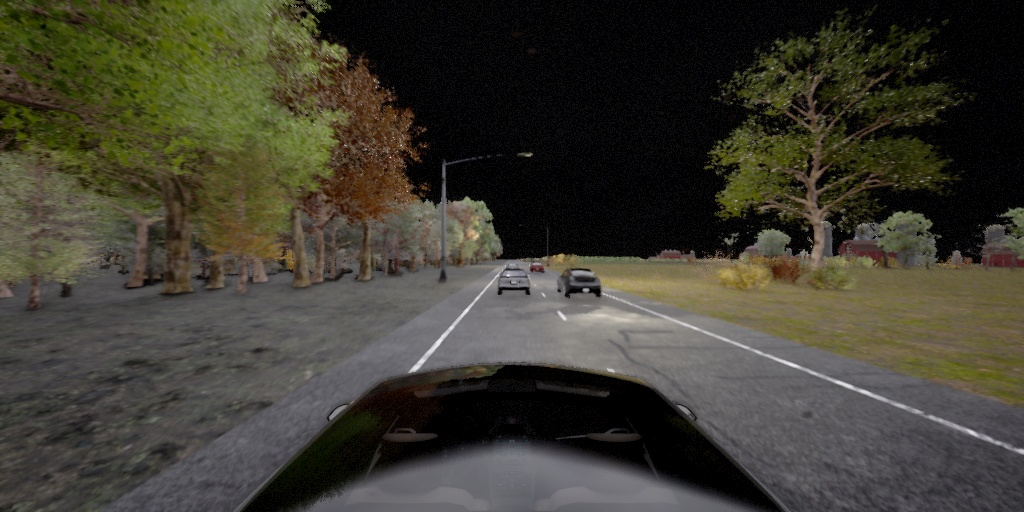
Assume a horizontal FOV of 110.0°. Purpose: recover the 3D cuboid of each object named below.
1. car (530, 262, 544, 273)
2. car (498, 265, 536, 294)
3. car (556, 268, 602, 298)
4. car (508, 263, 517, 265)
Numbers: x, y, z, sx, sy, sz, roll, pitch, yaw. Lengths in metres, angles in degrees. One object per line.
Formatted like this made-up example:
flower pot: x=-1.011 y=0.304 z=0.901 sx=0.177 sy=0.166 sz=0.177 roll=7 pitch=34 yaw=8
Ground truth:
car: x=3.601 y=1.663 z=53.004 sx=1.882 sy=1.535 sz=5.008 roll=0 pitch=0 yaw=0
car: x=0.100 y=1.474 z=21.630 sx=2.033 sy=1.411 sz=5.357 roll=0 pitch=0 yaw=0
car: x=3.596 y=1.418 z=19.818 sx=1.837 sy=1.490 sz=4.892 roll=0 pitch=0 yaw=0
car: x=0.102 y=1.751 z=53.127 sx=1.994 sy=1.385 sz=4.181 roll=0 pitch=0 yaw=0
